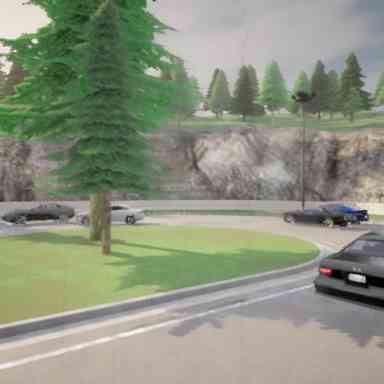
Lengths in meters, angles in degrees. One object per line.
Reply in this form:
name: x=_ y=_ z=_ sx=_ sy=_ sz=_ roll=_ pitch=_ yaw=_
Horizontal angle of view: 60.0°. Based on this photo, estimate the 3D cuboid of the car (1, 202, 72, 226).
car: x=-10.905 y=1.514 z=23.889 sx=4.902 sy=1.511 sz=2.128 roll=0 pitch=-1 yaw=-40

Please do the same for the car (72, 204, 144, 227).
car: x=-5.719 y=1.566 z=23.209 sx=4.674 sy=1.442 sz=1.812 roll=0 pitch=-1 yaw=-20

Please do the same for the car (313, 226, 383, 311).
car: x=4.801 y=1.586 z=7.579 sx=5.357 sy=1.411 sz=2.033 roll=0 pitch=0 yaw=-42

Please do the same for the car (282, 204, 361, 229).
car: x=8.594 y=1.696 z=22.857 sx=1.895 sy=1.301 sz=4.718 roll=0 pitch=0 yaw=-38

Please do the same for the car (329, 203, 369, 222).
car: x=10.694 y=1.587 z=25.329 sx=1.882 sy=1.535 sz=5.008 roll=1 pitch=-1 yaw=-39
